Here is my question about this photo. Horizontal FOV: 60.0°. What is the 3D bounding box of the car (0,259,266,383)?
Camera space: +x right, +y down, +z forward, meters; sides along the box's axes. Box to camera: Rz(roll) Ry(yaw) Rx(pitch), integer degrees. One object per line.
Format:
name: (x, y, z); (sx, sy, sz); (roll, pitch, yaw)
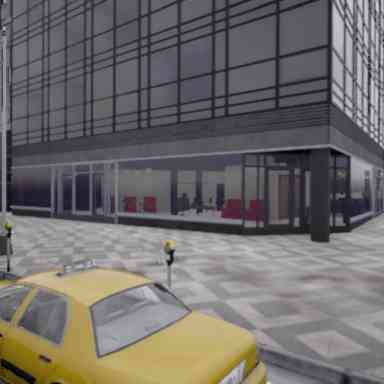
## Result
car: (-1.567, 1.507, 4.081); (4.829, 1.417, 1.752); (0, 0, 36)
